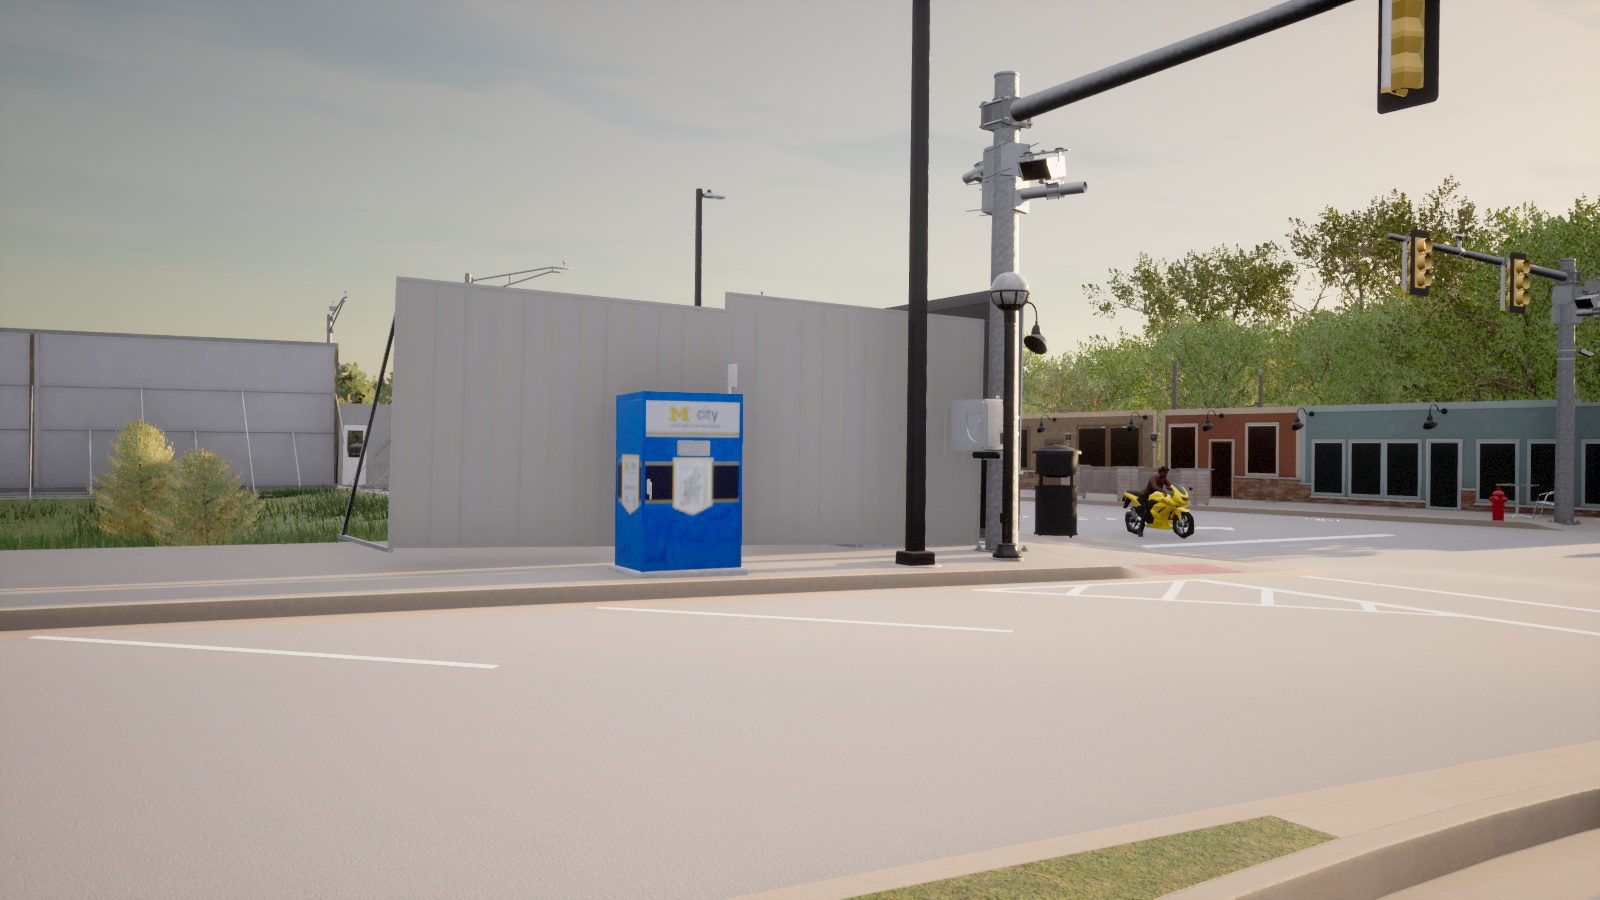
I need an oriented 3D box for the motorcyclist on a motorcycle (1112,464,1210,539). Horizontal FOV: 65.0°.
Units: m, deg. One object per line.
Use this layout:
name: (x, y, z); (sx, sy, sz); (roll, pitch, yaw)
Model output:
motorcyclist on a motorcycle: (7.667, 1.065, 26.779); (0.797, 1.523, 2.044); (0, 0, -29)
